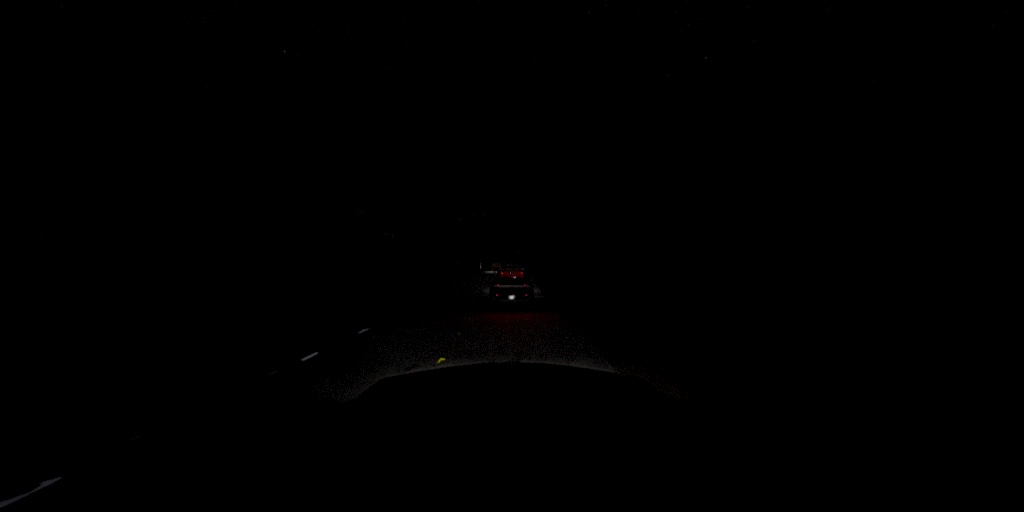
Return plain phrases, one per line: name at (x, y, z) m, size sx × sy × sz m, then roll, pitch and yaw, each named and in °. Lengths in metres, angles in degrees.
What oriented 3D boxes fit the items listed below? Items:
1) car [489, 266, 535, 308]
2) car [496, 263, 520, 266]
car at (-0.008, 1.396, 16.163) m, size 2.128 × 1.511 × 4.902 m, roll 0°, pitch -1°, yaw 0°
car at (-0.022, 1.435, 30.961) m, size 2.097 × 1.767 × 4.553 m, roll 0°, pitch -1°, yaw 0°
